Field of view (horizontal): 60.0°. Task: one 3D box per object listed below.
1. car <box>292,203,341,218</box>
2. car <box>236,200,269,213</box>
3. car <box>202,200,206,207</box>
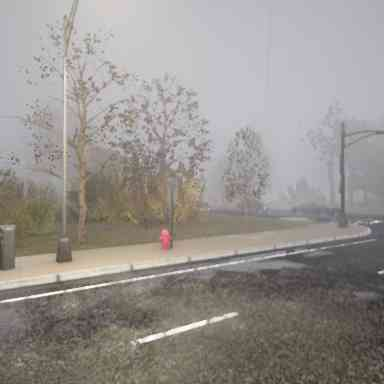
[{"bbox_3d":[11.678,1.671,31.197,1.895,1.301,4.718,0,-1,-27],"label":"car"},{"bbox_3d":[7.264,1.662,40.205,2.128,1.511,4.902,0,-1,-26],"label":"car"},{"bbox_3d":[1.141,1.867,52.773,1.994,1.385,4.181,0,-1,-26],"label":"car"}]
